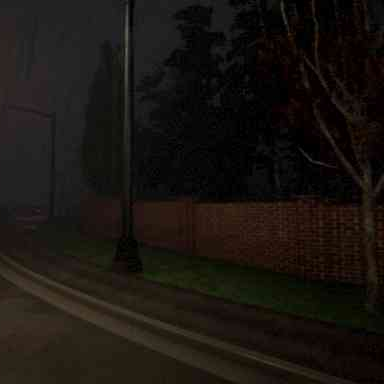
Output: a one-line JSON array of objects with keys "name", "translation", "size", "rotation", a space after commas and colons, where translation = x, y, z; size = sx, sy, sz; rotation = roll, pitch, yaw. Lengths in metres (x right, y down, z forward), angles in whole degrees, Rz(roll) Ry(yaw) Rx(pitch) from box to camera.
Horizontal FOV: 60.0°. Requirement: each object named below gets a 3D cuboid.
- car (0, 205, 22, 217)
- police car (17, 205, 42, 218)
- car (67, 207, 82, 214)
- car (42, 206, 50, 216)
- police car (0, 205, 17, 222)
[{"name": "car", "translation": [-26.717, 2.685, 47.975], "size": [2.128, 1.511, 4.902], "rotation": [0, -2, -3]}, {"name": "police car", "translation": [-21.770, 2.479, 43.386], "size": [1.930, 1.638, 5.238], "rotation": [0, -2, -7]}, {"name": "car", "translation": [-22.837, 3.549, 65.457], "size": [1.994, 1.385, 4.181], "rotation": [0, -4, 7]}, {"name": "car", "translation": [-22.224, 2.748, 48.701], "size": [1.812, 1.442, 4.674], "rotation": [0, -2, -3]}, {"name": "police car", "translation": [-20.323, 2.226, 34.433], "size": [1.930, 1.638, 5.238], "rotation": [1, -2, -12]}]
